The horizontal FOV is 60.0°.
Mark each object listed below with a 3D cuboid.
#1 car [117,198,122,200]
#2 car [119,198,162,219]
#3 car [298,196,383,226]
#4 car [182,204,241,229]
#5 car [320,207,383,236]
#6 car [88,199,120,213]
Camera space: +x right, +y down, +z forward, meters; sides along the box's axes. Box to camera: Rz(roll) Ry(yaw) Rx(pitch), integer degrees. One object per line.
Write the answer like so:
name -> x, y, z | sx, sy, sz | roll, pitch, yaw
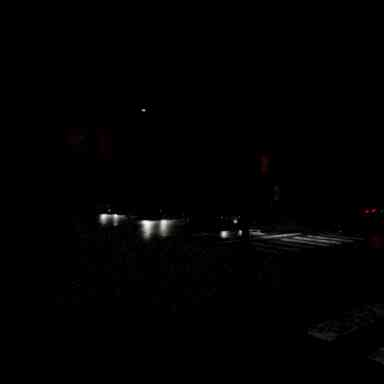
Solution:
car -> -6.910, 1.728, 39.806 | 1.994, 1.385, 4.181 | 0, 0, -36
car -> -4.574, 1.597, 30.632 | 1.882, 1.535, 5.008 | 0, 0, -35
car -> 9.798, 1.305, 22.098 | 2.150, 2.045, 5.566 | 0, 0, -36
car -> 1.247, 1.572, 22.519 | 2.128, 1.511, 4.902 | 0, 0, -36
car -> 9.400, 1.655, 17.073 | 1.895, 1.301, 4.718 | 0, 0, -36
car -> -10.474, 1.759, 38.868 | 1.895, 1.301, 4.718 | 0, 0, -36
